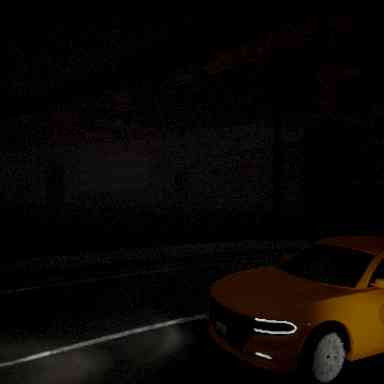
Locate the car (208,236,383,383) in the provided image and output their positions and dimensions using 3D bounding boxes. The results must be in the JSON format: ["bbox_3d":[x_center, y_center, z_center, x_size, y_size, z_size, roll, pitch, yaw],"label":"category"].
[{"bbox_3d":[2.664,1.479,5.310,5.008,1.535,1.882,0,0,-24],"label":"car"}]
